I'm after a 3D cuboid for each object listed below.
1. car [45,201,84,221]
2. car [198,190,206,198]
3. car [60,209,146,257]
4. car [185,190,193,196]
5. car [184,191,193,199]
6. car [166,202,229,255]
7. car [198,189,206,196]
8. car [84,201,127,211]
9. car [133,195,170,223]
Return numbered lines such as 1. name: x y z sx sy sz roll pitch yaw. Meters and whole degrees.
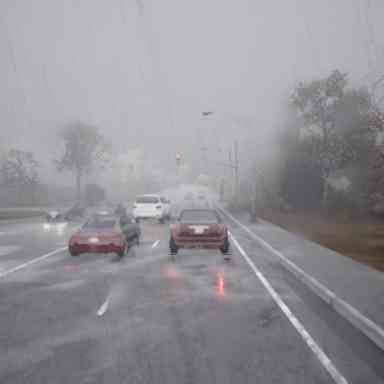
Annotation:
1. car: -10.029 1.488 26.775 2.128 1.511 4.902 0 0 2
2. car: 2.423 1.025 84.186 1.812 1.442 4.674 0 3 2
3. car: -3.229 1.563 13.047 1.994 1.385 4.181 0 0 1
4. car: -0.739 0.363 94.301 2.033 1.411 5.357 0 3 2
5. car: -1.075 1.051 84.305 1.994 1.385 4.181 0 3 2
6. car: 0.284 1.353 13.541 2.097 1.767 4.553 0 0 1
7. car: 2.758 0.183 94.144 2.097 1.767 4.553 0 3 2
8. car: -6.531 1.490 26.663 2.128 1.511 4.902 0 0 2
9. car: -2.957 1.222 25.310 2.150 2.045 5.566 0 0 3
